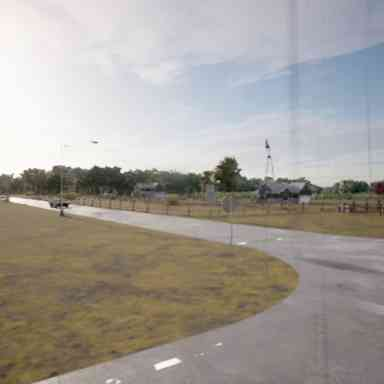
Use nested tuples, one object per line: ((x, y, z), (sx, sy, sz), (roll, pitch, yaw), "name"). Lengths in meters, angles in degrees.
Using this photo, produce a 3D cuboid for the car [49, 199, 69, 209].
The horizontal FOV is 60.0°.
((-19.673, 1.720, 49.219), (1.895, 1.301, 4.718), (-1, 0, -35), "car")
